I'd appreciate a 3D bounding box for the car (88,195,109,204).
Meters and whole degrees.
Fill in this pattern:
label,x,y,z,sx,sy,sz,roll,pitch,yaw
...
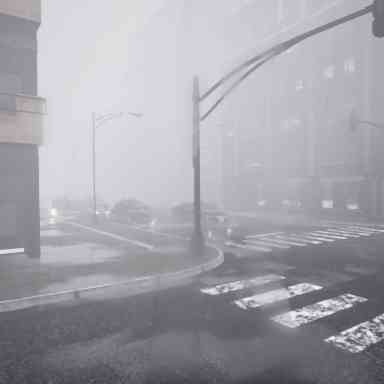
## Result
label,x,y,z,sx,sy,sz,roll,pitch,yaw
car,-15.585,1.217,55.292,1.752,1.417,4.829,-1,1,-35

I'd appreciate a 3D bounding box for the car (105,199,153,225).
label,x,y,z,sx,sy,sz,roll,pitch,yaw
car,-4.421,1.509,24.191,1.887,1.381,4.507,-1,1,-35

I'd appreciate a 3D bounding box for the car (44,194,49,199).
label,x,y,z,sx,sy,sz,roll,pitch,yaw
car,-34.977,1.076,83.335,1.752,1.417,4.829,-1,1,-35

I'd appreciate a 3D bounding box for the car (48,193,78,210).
label,x,y,z,sx,sy,sz,roll,pitch,yaw
car,-15.914,1.313,41.037,1.967,1.590,4.097,-1,1,-35

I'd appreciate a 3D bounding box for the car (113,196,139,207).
label,x,y,z,sx,sy,sz,roll,pitch,yaw
car,-9.121,1.266,45.945,1.752,1.417,4.829,-1,1,-35

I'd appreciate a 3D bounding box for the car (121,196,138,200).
label,x,y,z,sx,sy,sz,roll,pitch,yaw
car,-5.494,1.374,30.519,1.882,1.535,5.008,-1,1,-35

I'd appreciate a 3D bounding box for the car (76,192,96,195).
label,x,y,z,sx,sy,sz,roll,pitch,yaw
car,-15.639,1.100,50.808,2.097,1.767,4.553,-1,1,-35

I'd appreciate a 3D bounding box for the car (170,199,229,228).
label,x,y,z,sx,sy,sz,roll,pitch,yaw
car,0.387,1.434,22.010,2.128,1.511,4.902,-1,1,-35

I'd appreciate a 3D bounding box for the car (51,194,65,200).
label,x,y,z,sx,sy,sz,roll,pitch,yaw
car,-31.649,1.125,78.522,2.008,1.369,4.403,-1,1,-35

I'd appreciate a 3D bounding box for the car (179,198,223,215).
label,x,y,z,sx,sy,sz,roll,pitch,yaw
car,0.756,1.360,31.846,1.887,1.381,4.507,-1,1,-35

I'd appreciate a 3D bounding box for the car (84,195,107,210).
label,x,y,z,sx,sy,sz,roll,pitch,yaw
car,-11.492,1.397,39.205,2.033,1.411,5.357,-1,1,-35

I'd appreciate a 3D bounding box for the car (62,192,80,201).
label,x,y,z,sx,sy,sz,roll,pitch,yaw
car,-25.186,0.936,69.171,2.192,1.841,5.009,-1,1,-35

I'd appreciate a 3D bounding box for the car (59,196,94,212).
label,x,y,z,sx,sy,sz,roll,pitch,yaw
car,-12.682,1.449,36.364,2.008,1.369,4.403,-1,1,-35
